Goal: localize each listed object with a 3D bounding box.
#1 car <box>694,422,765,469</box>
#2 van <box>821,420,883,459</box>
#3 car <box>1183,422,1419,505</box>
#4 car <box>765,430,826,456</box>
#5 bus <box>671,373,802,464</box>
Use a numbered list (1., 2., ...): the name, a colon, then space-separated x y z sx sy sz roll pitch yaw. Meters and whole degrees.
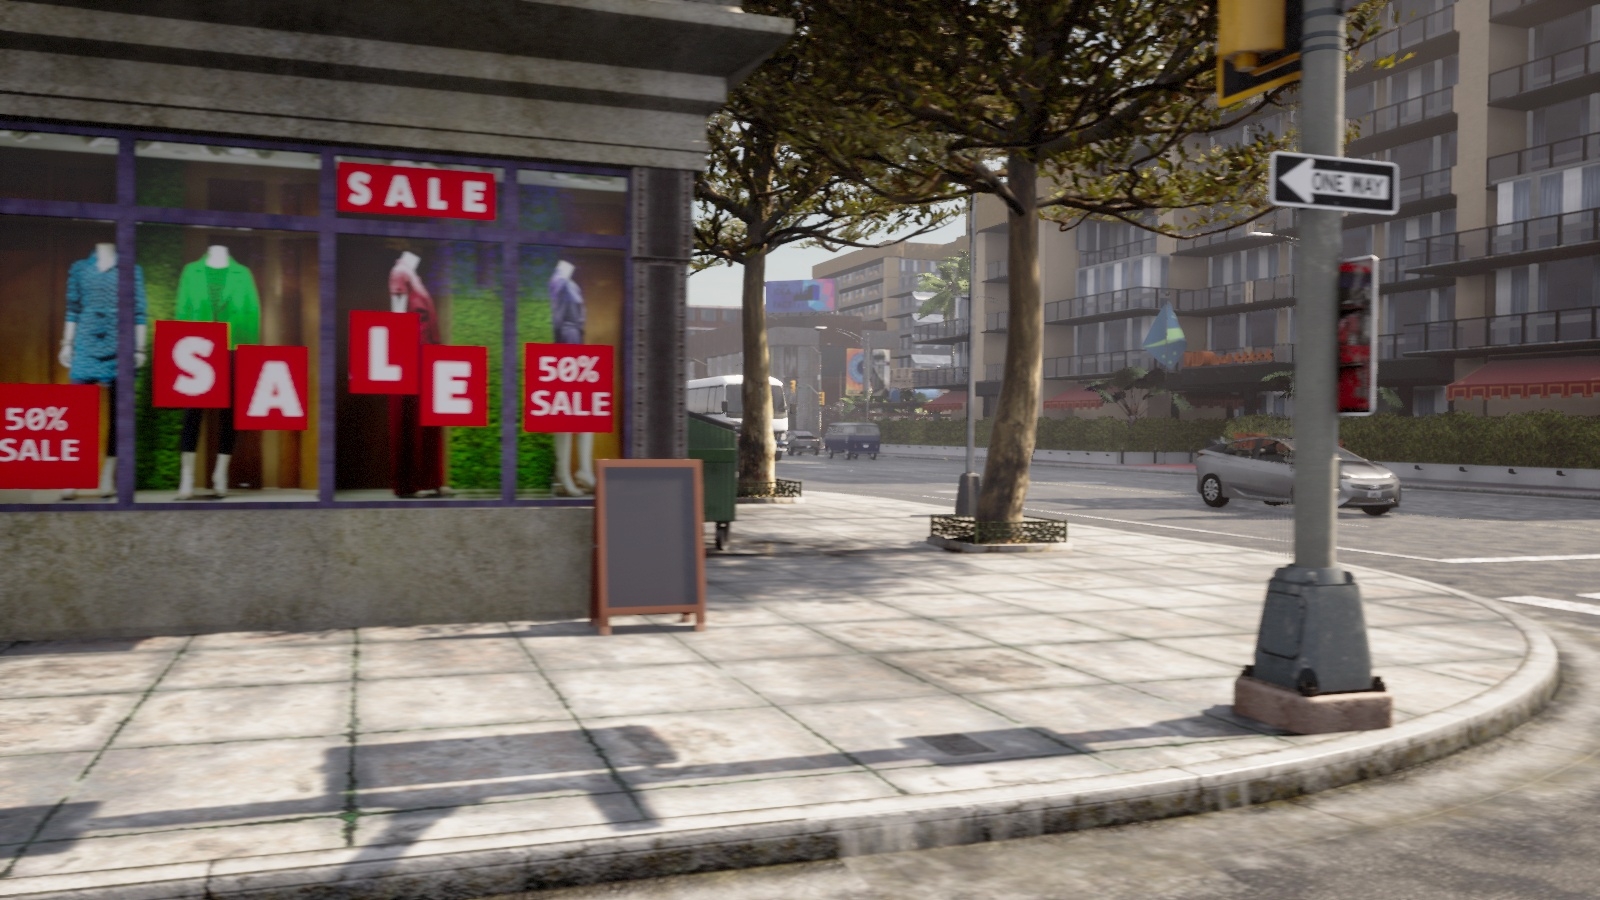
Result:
1. car: -2.968 -0.209 52.071 1.905 1.878 3.866 -1 1 -19
2. van: 2.733 -0.561 67.418 1.775 1.987 4.442 -1 1 -20
3. car: 10.086 0.223 25.710 2.007 1.525 4.514 -1 1 -20
4. car: -0.320 -0.462 76.047 2.128 1.511 4.902 -1 1 -20
5. bus: -3.452 -1.568 64.050 3.944 4.253 10.273 -1 1 -19
